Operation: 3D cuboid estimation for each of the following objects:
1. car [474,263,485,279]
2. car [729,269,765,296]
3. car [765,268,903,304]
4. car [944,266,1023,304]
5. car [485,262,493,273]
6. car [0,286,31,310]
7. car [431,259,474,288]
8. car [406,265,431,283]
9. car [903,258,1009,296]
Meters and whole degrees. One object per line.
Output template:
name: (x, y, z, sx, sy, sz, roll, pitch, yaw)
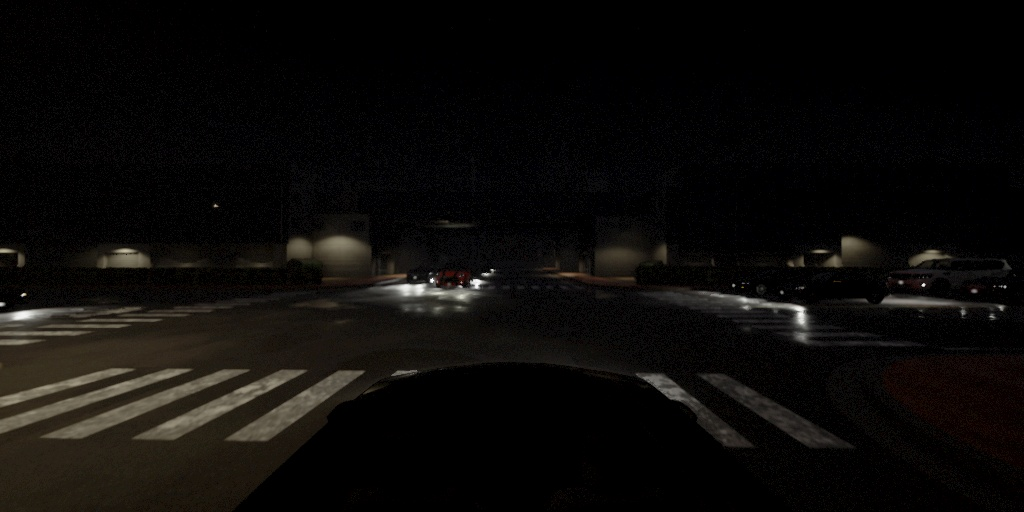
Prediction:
car: (-4.233, 1.666, 37.331, 1.895, 1.301, 4.718, 0, 0, 0)
car: (14.997, 1.431, 20.356, 4.892, 1.490, 1.837, 0, 0, 0)
car: (14.925, 1.422, 16.808, 4.674, 1.442, 1.812, 0, 0, -2)
car: (24.181, 1.390, 16.869, 4.902, 1.511, 2.128, 0, 0, 0)
car: (-4.204, 1.745, 51.249, 1.994, 1.385, 4.181, 0, 0, 0)
car: (-21.574, 1.408, 13.299, 5.357, 1.411, 2.033, 0, 0, 0)
car: (-4.222, 1.323, 26.206, 2.097, 1.767, 4.553, 0, 0, 0)
car: (-7.781, 1.507, 31.459, 2.128, 1.511, 4.902, 0, 0, 2)
car: (24.845, 1.149, 20.367, 5.566, 2.045, 2.150, 0, 0, 0)
